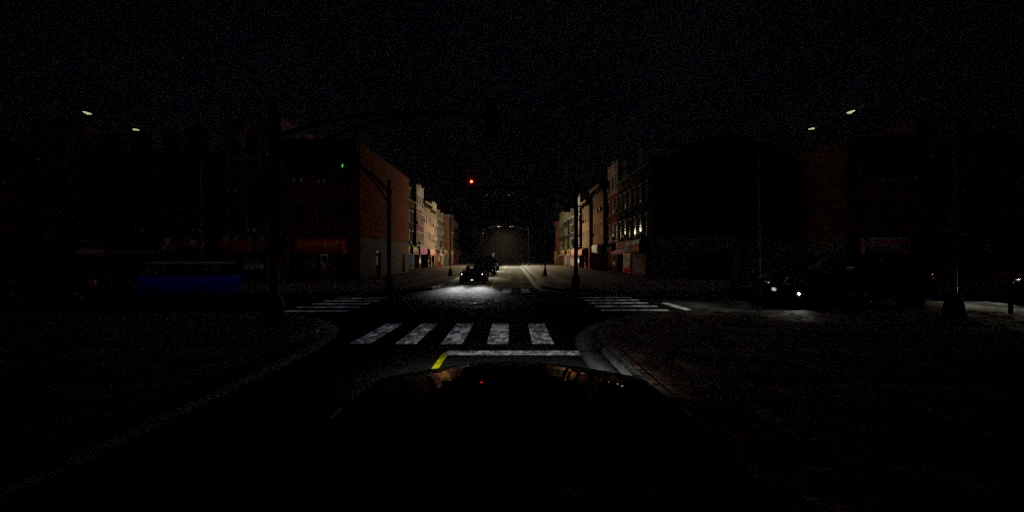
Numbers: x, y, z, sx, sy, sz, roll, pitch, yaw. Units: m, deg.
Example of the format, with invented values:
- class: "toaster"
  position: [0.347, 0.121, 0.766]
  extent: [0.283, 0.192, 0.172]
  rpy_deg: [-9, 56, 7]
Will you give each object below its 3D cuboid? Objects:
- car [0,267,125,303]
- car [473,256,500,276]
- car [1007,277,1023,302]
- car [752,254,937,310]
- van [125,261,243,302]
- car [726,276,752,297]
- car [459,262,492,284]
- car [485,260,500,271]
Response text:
- class: "car"
  position: [-20.193, 1.238, 16.406]
  extent: [4.097, 1.591, 1.967]
  rpy_deg: [0, 0, 0]
- class: "car"
  position: [-2.788, 0.993, 37.812]
  extent: [2.150, 2.045, 5.566]
  rpy_deg: [0, 0, 0]
- class: "car"
  position: [22.655, 1.047, 13.993]
  extent: [4.553, 1.767, 2.097]
  rpy_deg: [0, 0, 0]
- class: "car"
  position: [12.956, 0.934, 13.969]
  extent: [5.566, 2.045, 2.150]
  rpy_deg: [0, 0, 0]
- class: "van"
  position: [-14.718, 1.124, 16.423]
  extent: [3.998, 1.789, 1.690]
  rpy_deg: [0, 0, 0]
- class: "car"
  position: [12.285, 1.266, 16.503]
  extent: [4.403, 1.370, 2.007]
  rpy_deg: [0, 0, 0]
- class: "car"
  position: [-2.805, 1.365, 27.312]
  extent: [1.895, 1.301, 4.718]
  rpy_deg: [0, 0, 0]
- class: "car"
  position: [-2.747, 1.285, 50.641]
  extent: [1.837, 1.490, 4.892]
  rpy_deg: [0, 0, 0]
